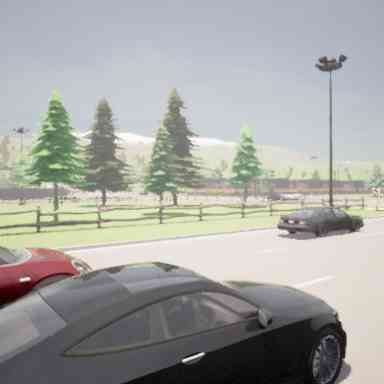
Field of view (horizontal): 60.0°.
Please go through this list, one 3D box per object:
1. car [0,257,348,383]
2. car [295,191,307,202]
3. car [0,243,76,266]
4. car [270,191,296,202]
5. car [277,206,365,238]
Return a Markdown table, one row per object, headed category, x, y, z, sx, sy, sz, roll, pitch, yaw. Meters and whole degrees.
| category | x | y | z | sx | sy | sz | roll | pitch | yaw |
| --- | --- | --- | --- | --- | --- | --- | --- | --- | --- |
| car | -0.268 | 1.513 | 3.554 | 4.674 | 1.442 | 1.812 | 0 | 0 | -35 |
| car | 19.848 | 0.836 | 65.285 | 2.150 | 2.045 | 5.566 | 0 | 1 | -35 |
| car | -3.863 | 1.355 | 5.290 | 4.553 | 1.767 | 2.097 | -1 | 0 | -35 |
| car | 16.826 | 1.139 | 63.480 | 1.837 | 1.490 | 4.892 | 0 | 1 | -35 |
| car | 6.724 | 1.437 | 17.139 | 5.357 | 1.411 | 2.033 | 0 | 0 | -35 |
